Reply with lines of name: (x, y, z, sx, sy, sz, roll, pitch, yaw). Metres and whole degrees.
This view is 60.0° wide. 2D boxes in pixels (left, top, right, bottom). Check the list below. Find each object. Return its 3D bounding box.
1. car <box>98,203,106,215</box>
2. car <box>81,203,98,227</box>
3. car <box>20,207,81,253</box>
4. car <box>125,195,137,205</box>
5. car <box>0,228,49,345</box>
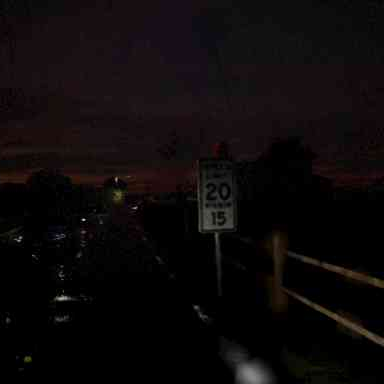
car: (-11.281, 1.949, 39.288, 1.994, 1.385, 4.181, -2, 0, -10)
car: (-8.526, 1.826, 24.878, 2.033, 1.411, 5.357, -2, 0, -12)
car: (-6.223, 1.672, 14.604, 1.882, 1.535, 5.008, -2, 0, -13)
car: (-13.167, 1.719, 71.440, 2.150, 2.045, 5.566, -2, 0, -6)
car: (-4.161, 1.685, 6.138, 1.994, 1.385, 4.181, -1, 0, -14)
